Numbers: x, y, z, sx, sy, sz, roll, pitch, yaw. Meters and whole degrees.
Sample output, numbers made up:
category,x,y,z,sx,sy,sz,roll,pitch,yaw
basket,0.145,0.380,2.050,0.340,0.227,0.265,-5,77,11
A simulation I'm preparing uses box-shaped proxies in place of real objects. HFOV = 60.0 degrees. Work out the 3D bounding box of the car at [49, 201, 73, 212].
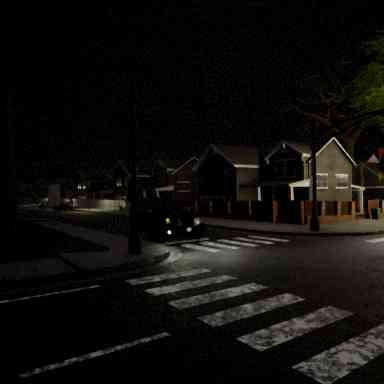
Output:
category,x,y,z,sx,sy,sz,roll,pitch,yaw
car,-18.235,1.985,47.025,2.128,1.511,4.902,-1,0,-34

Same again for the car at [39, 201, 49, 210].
category,x,y,z,sx,sy,sz,roll,pitch,yaw
car,-24.210,2.187,55.555,1.994,1.385,4.181,-1,0,-35

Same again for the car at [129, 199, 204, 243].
category,x,y,z,sx,sy,sz,roll,pitch,yaw
car,-1.556,1.391,17.631,2.150,2.045,5.566,-1,0,-31
